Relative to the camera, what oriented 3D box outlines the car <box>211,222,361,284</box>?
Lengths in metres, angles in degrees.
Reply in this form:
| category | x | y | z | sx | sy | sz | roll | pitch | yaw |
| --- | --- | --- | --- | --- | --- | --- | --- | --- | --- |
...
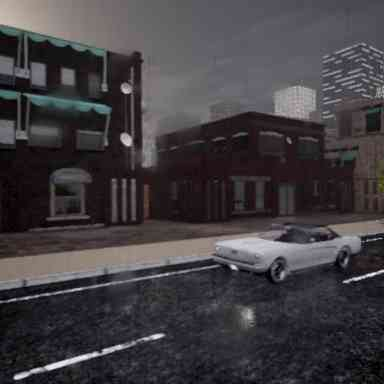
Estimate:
| category | x | y | z | sx | sy | sz | roll | pitch | yaw |
| --- | --- | --- | --- | --- | --- | --- | --- | --- | --- |
| car | 2.865 | 1.598 | 9.713 | 4.718 | 1.301 | 1.895 | 0 | 0 | -35 |
